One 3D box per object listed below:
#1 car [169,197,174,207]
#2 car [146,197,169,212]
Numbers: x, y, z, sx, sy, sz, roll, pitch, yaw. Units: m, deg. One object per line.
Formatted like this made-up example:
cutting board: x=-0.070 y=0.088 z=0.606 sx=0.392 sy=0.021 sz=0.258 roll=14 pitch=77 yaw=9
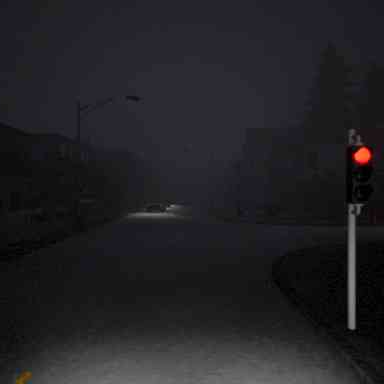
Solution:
car: x=-4.098 y=1.475 z=48.400 sx=1.837 sy=1.490 sz=4.892 roll=0 pitch=0 yaw=0
car: x=-4.099 y=1.454 z=38.430 sx=1.882 sy=1.535 sz=5.008 roll=0 pitch=0 yaw=0
